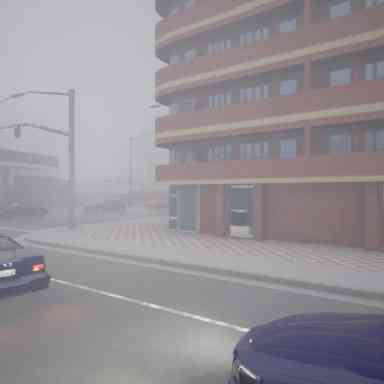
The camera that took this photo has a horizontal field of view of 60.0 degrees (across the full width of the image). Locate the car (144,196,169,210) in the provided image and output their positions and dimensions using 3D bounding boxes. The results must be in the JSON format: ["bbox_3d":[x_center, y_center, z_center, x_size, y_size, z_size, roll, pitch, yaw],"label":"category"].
[{"bbox_3d":[-4.104,1.353,43.268,2.097,1.767,4.553,0,0,34],"label":"car"}]

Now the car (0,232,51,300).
[{"bbox_3d":[-5.380,1.547,7.717,5.357,1.411,2.033,0,0,38],"label":"car"}]

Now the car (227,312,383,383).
[{"bbox_3d":[2.476,1.526,2.225,4.674,1.442,1.812,0,0,35],"label":"car"}]

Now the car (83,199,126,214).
[{"bbox_3d":[-9.292,1.478,35.651,1.882,1.535,5.008,0,0,34],"label":"car"}]

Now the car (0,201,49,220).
[{"bbox_3d":[-14.478,1.526,28.007,1.812,1.442,4.674,0,0,34],"label":"car"}]
